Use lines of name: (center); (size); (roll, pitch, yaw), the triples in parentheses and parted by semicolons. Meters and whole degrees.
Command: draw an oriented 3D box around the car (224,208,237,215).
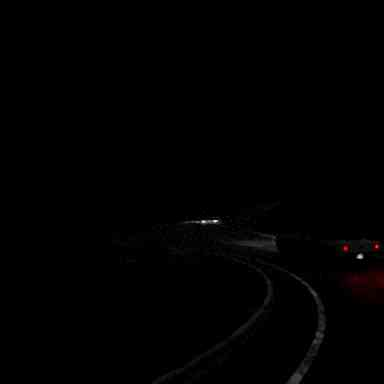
car: (7.762, 3.967, 67.082); (1.895, 1.301, 4.718); (-1, -1, 16)

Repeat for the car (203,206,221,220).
car: (3.329, 3.211, 52.104); (2.150, 2.045, 5.566); (-1, -2, 16)

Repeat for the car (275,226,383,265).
car: (5.348, 2.086, 13.882); (1.895, 1.301, 4.718); (-1, -2, -15)

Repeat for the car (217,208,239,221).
car: (5.394, 3.358, 46.801); (2.033, 1.411, 5.357); (-1, -2, 16)
